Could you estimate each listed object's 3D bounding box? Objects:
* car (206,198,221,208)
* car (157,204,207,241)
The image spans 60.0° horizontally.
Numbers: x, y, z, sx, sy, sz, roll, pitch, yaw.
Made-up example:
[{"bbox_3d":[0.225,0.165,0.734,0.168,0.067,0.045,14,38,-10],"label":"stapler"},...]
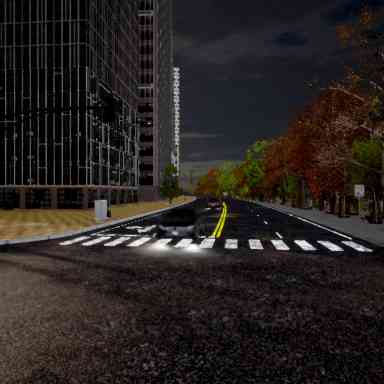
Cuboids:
[{"bbox_3d":[3.071,1.538,47.622,1.812,1.442,4.674,0,0,6],"label":"car"},{"bbox_3d":[-0.452,1.541,16.951,1.812,1.442,4.674,0,0,7],"label":"car"}]
